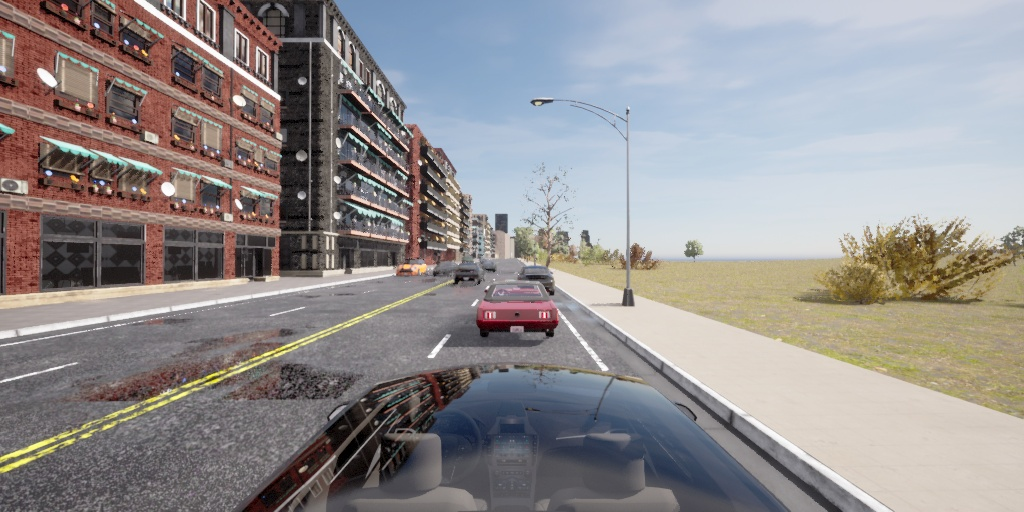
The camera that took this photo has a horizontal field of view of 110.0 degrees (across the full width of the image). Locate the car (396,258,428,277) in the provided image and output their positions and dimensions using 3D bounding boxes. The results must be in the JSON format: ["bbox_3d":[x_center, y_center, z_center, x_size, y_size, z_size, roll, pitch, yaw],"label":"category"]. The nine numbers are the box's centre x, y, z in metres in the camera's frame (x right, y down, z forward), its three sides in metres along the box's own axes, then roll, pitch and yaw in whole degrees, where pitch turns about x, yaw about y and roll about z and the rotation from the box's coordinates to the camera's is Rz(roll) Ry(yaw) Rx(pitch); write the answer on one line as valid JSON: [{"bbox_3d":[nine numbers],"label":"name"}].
[{"bbox_3d":[-9.713,1.104,35.007,2.097,1.767,4.553,0,0,0],"label":"car"}]

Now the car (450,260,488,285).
[{"bbox_3d":[-3.048,1.256,26.361,1.837,1.490,4.892,0,0,0],"label":"car"}]

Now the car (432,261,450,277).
[{"bbox_3d":[-6.463,1.257,35.139,1.837,1.490,4.892,0,0,0],"label":"car"}]

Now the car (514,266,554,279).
[{"bbox_3d":[1.210,1.257,19.435,1.837,1.490,4.892,0,0,0],"label":"car"}]

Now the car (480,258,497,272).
[{"bbox_3d":[-2.968,1.314,45.619,1.994,1.385,4.181,0,0,0],"label":"car"}]

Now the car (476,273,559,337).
[{"bbox_3d":[0.133,1.352,10.235,1.895,1.301,4.718,0,0,0],"label":"car"}]
